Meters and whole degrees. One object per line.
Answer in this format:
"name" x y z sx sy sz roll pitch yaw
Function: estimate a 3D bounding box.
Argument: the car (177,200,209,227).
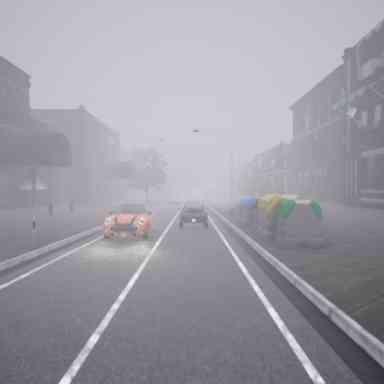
"car" 0.110 1.497 22.926 1.837 1.490 4.892 0 0 0

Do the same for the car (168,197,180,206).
"car" -3.024 1.631 58.076 1.812 1.442 4.674 0 0 1

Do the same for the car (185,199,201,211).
"car" 0.119 1.633 42.188 1.895 1.301 4.718 0 0 0

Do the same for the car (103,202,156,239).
"car" -3.091 1.344 17.235 2.097 1.767 4.553 0 0 0
